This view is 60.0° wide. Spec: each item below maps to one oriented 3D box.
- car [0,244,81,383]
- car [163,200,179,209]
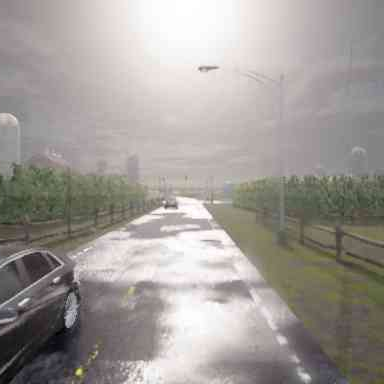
[{"bbox_3d":[-2.852,1.509,3.978,1.837,1.490,4.892,0,0,0],"label":"car"},{"bbox_3d":[-2.845,1.689,45.565,1.895,1.301,4.718,0,0,0],"label":"car"}]
